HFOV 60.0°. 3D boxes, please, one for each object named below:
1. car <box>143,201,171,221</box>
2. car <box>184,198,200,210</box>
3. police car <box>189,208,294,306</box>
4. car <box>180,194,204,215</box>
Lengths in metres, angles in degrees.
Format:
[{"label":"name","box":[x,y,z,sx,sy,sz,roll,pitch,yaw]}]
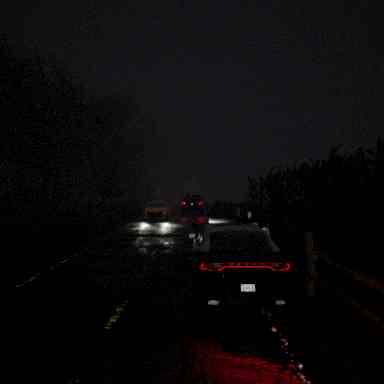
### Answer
[{"label":"car","box":[-2.792,1.483,27.227,1.882,1.535,5.008,0,0,0]},{"label":"car","box":[-0.013,1.575,44.612,1.994,1.385,4.181,0,0,0]},{"label":"police car","box":[0.949,1.426,8.243,1.930,1.638,5.238,0,0,0]},{"label":"car","box":[0.011,1.229,33.860,2.150,2.045,5.566,0,0,0]}]
